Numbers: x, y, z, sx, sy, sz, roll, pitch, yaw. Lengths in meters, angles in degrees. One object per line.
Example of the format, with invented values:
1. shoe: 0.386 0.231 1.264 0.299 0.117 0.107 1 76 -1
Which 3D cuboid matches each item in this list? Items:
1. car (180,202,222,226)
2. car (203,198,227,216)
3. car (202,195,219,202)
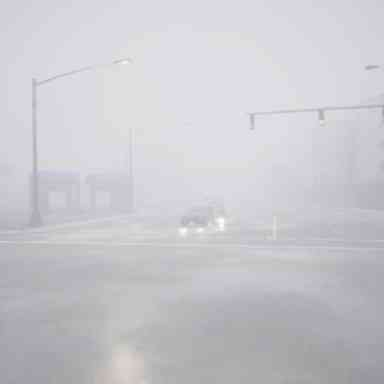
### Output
1. car: 0.603 1.733 25.269 2.033 1.411 5.357 -1 0 14
2. car: 2.619 1.706 35.279 2.128 1.511 4.902 -1 0 7
3. car: 2.726 1.494 45.945 2.150 2.045 5.566 -1 0 -8
